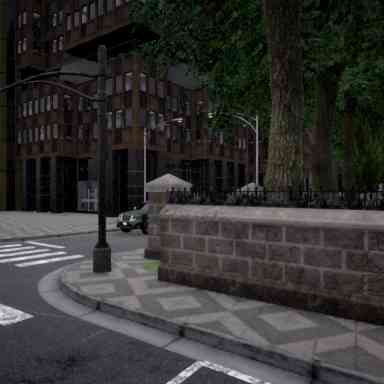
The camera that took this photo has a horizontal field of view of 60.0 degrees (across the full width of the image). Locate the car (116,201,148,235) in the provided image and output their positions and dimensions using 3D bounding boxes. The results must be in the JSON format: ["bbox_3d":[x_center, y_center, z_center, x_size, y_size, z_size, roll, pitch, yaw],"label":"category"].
[{"bbox_3d":[-2.385,1.584,22.008,2.150,2.045,5.566,0,-1,35],"label":"car"}]
